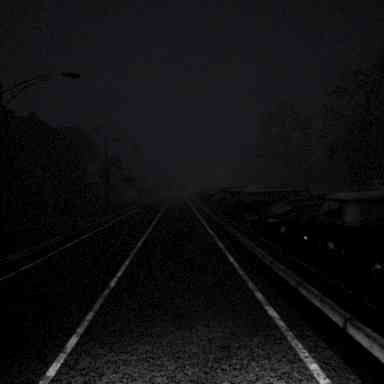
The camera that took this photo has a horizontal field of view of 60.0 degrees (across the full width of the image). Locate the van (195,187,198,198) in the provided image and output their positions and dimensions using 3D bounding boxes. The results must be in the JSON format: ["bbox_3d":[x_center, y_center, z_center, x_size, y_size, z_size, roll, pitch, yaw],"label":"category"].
[{"bbox_3d":[3.276,0.272,52.808,4.442,1.987,1.878,-3,1,-2],"label":"van"}]

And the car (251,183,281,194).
[{"bbox_3d":[15.670,-0.729,70.393,5.566,2.045,2.435,-3,1,-2],"label":"car"}]

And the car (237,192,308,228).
[{"bbox_3d":[4.992,1.031,16.410,4.892,1.521,2.231,-3,1,-2],"label":"car"}]

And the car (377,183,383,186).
[{"bbox_3d":[17.831,0.174,25.912,5.366,1.575,1.946,-3,1,-2],"label":"car"}]

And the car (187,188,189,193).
[{"bbox_3d":[2.082,-0.196,83.615,5.566,2.045,2.435,-3,1,-2],"label":"car"}]

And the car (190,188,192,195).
[{"bbox_3d":[2.859,0.227,69.627,5.366,1.575,1.946,-3,1,-2],"label":"car"}]

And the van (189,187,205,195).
[{"bbox_3d":[1.457,-0.295,94.812,4.442,1.987,1.878,-3,1,-2],"label":"van"}]

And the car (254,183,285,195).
[{"bbox_3d":[15.786,-0.689,67.734,5.566,2.045,2.435,-3,1,-2],"label":"car"}]

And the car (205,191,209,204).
[{"bbox_3d":[4.134,0.783,36.015,4.674,1.452,2.002,-3,1,-2],"label":"car"}]

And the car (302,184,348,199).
[{"bbox_3d":[16.929,-0.061,42.543,4.892,1.521,2.231,-3,1,-2],"label":"car"}]

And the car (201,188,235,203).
[{"bbox_3d":[3.609,0.452,47.213,4.553,1.767,2.185,-3,1,-2],"label":"car"}]

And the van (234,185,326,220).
[{"bbox_3d":[4.968,0.763,19.216,4.442,1.987,1.878,-3,1,-2],"label":"van"}]

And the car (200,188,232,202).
[{"bbox_3d":[3.550,0.406,50.016,4.553,1.767,2.185,-3,1,-2],"label":"car"}]

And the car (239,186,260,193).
[{"bbox_3d":[14.984,-0.694,87.089,5.008,1.535,2.097,-3,1,-2],"label":"car"}]

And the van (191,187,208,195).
[{"bbox_3d":[1.929,-0.242,89.221,4.442,1.987,1.878,-3,1,-2],"label":"van"}]

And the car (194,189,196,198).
[{"bbox_3d":[3.277,0.450,55.617,5.008,1.535,2.097,-3,1,-2],"label":"car"}]

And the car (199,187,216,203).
[{"bbox_3d":[3.971,0.452,38.810,5.566,2.045,2.435,-3,1,-2],"label":"car"}]

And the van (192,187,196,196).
[{"bbox_3d":[2.789,0.105,64.009,4.442,1.987,1.878,-3,1,-2],"label":"van"}]

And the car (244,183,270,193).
[{"bbox_3d":[15.309,-0.843,78.740,5.566,2.045,2.435,-3,1,-2],"label":"car"}]

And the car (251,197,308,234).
[{"bbox_3d":[5.107,1.106,13.610,4.674,1.452,2.002,-3,1,-2],"label":"car"}]

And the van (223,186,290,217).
[{"bbox_3d":[4.725,0.679,24.814,4.442,1.987,1.878,-3,1,-2],"label":"van"}]

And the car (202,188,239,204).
[{"bbox_3d":[3.731,0.494,44.412,4.553,1.767,2.185,-3,1,-2],"label":"car"}]

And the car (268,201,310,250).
[{"bbox_3d":[5.259,1.125,10.806,4.792,1.488,2.163,-3,1,-2],"label":"car"}]

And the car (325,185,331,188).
[{"bbox_3d":[16.859,-0.013,39.761,5.366,1.575,1.946,-3,1,-2],"label":"car"}]

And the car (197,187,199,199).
[{"bbox_3d":[3.849,0.410,41.610,5.566,2.045,2.435,-3,1,-2],"label":"car"}]

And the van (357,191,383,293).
[{"bbox_3d":[5.341,0.928,5.197,4.442,1.987,1.878,-3,1,-2],"label":"van"}]

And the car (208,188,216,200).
[{"bbox_3d":[4.280,0.658,33.213,4.553,1.767,2.185,-3,1,-2],"label":"car"}]

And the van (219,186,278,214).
[{"bbox_3d":[4.603,0.637,27.615,4.442,1.987,1.878,-3,1,-2],"label":"van"}]

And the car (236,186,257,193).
[{"bbox_3d":[14.684,-0.720,89.865,5.366,1.575,1.946,-3,1,-2],"label":"car"}]

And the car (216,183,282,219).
[{"bbox_3d":[4.701,0.704,22.007,5.566,2.045,2.435,-3,1,-2],"label":"car"}]

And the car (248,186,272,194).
[{"bbox_3d":[15.466,-0.557,75.961,5.008,1.535,2.097,-3,1,-2],"label":"car"}]

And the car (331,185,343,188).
[{"bbox_3d":[17.309,-0.064,34.224,4.553,1.767,2.185,-3,1,-2],"label":"car"}]

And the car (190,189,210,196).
[{"bbox_3d":[1.941,0.023,86.418,5.008,1.535,2.097,-3,1,-2],"label":"car"}]

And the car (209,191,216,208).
[{"bbox_3d":[4.371,0.829,30.414,4.892,1.521,2.231,-3,1,-2],"label":"car"}]

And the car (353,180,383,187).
[{"bbox_3d":[17.541,-0.107,28.675,5.566,2.045,2.435,-3,1,-2],"label":"car"}]

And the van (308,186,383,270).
[{"bbox_3d":[5.453,0.890,8.006,4.442,1.987,1.878,-3,1,-2],"label":"van"}]
